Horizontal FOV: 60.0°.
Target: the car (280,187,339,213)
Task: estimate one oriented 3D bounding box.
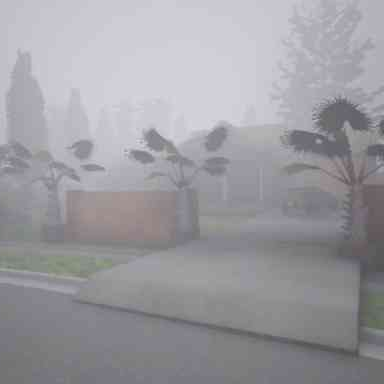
[{"bbox_3d":[6.831,0.431,19.335,4.193,1.474,1.816,-1,-2,-42],"label":"car"}]
